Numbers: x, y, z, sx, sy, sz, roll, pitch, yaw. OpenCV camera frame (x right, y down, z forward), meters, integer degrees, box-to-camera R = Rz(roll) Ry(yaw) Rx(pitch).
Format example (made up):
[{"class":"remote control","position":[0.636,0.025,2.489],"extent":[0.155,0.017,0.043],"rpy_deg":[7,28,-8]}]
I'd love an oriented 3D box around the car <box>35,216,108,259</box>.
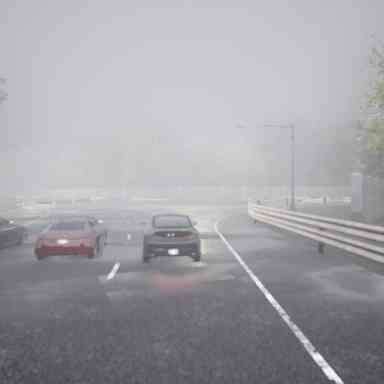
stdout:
[{"class":"car","position":[-4.433,1.588,12.766],"extent":[1.994,1.385,4.181],"rpy_deg":[0,0,-7]}]

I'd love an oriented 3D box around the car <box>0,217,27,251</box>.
[{"class":"car","position":[-7.949,1.602,12.714],"extent":[1.994,1.385,4.181],"rpy_deg":[0,0,-7]}]

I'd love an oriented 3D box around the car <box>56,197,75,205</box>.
[{"class":"car","position":[-24.578,1.633,63.829],"extent":[1.812,1.442,4.674],"rpy_deg":[0,0,-39]}]

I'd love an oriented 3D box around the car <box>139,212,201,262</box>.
[{"class":"car","position":[-0.829,1.514,12.173],"extent":[1.837,1.490,4.892],"rpy_deg":[0,0,-7]}]

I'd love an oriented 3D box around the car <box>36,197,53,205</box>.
[{"class":"car","position":[-27.403,1.689,61.764],"extent":[1.994,1.385,4.181],"rpy_deg":[0,0,-39]}]

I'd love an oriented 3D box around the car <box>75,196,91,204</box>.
[{"class":"car","position":[-21.752,1.557,65.894],"extent":[1.882,1.535,5.008],"rpy_deg":[0,0,-39]}]
